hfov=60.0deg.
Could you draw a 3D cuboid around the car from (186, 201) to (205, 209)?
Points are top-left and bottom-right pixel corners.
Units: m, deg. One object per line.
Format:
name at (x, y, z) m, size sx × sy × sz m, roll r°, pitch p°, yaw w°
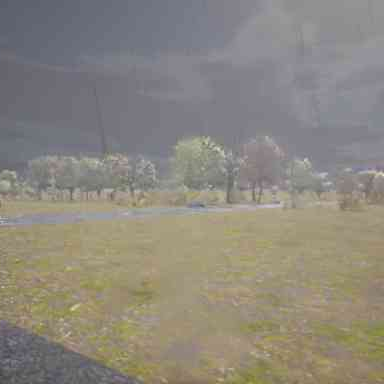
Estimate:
car at (0.684, 2.442, 64.220) m, size 1.994 × 1.385 × 4.181 m, roll 0°, pitch 0°, yaw 36°
